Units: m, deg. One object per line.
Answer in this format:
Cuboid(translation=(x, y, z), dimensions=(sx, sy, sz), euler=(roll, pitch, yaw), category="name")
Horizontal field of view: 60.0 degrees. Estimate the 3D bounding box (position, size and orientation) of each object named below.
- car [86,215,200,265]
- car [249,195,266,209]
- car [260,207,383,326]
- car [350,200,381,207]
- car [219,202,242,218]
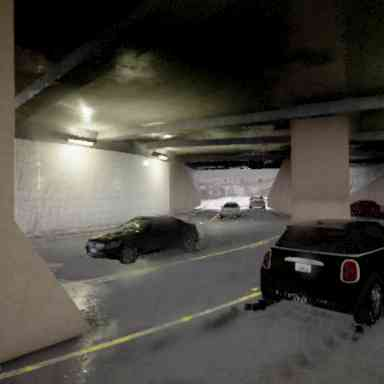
Cuboid(translation=(-1.614, 1.623, 12.394), dimensions=(1.812, 1.442, 4.674), euler=(0, 0, 42), category="car")
Cuboid(translation=(9.897, 1.504, 50.541), dimensions=(2.150, 2.045, 5.566), euler=(0, 0, 8), category="car")
Cuboid(translation=(3.497, 1.384, 7.506), dimensions=(2.097, 1.767, 4.553), euler=(-1, -1, 45), category="car")
Cuboid(translation=(18.657, 1.608, 36.068), dimensions=(1.882, 1.535, 5.008), euler=(0, 0, 9), category="car")
Cuboid(translation=(3.821, 1.723, 32.226), dimensions=(1.812, 1.442, 4.674), euler=(0, 0, 10), category="car")
